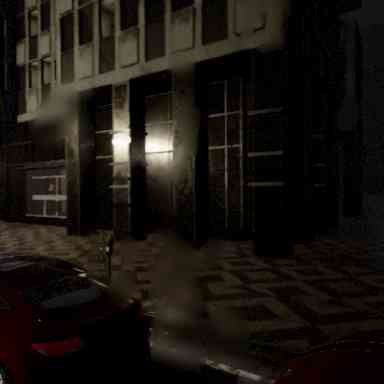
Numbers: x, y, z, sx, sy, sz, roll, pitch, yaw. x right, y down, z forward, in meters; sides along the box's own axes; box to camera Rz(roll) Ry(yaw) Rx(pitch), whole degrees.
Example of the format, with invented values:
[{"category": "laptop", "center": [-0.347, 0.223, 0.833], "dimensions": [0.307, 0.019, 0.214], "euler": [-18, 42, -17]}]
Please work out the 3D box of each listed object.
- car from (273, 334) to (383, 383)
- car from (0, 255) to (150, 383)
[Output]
[{"category": "car", "center": [2.242, 1.410, 1.525], "dimensions": [4.097, 1.590, 1.967], "euler": [0, 0, 33]}, {"category": "car", "center": [-2.479, 1.555, 4.540], "dimensions": [4.206, 1.307, 1.802], "euler": [0, 0, 33]}]
